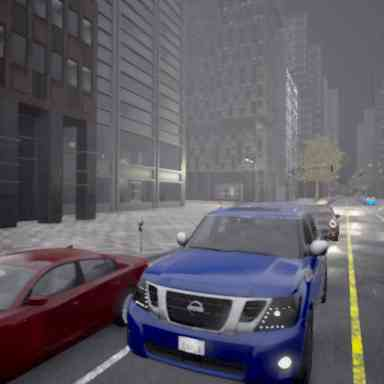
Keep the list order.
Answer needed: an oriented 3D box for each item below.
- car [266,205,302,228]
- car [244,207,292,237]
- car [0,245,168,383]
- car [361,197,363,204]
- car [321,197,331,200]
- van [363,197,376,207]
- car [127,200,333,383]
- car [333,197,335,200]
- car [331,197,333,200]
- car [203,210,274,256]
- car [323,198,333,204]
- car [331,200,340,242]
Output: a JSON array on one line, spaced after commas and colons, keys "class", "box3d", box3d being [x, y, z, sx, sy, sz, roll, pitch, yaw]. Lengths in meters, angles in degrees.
[{"class": "car", "box3d": [6.969, 1.728, 24.843, 1.887, 1.381, 4.507, 0, 0, 25]}, {"class": "car", "box3d": [4.647, 1.686, 19.830, 1.887, 1.381, 4.507, 0, 0, 25]}, {"class": "car", "box3d": [-2.320, 1.558, 4.789, 1.887, 1.381, 4.507, 0, 0, 25]}, {"class": "car", "box3d": [37.605, 2.224, 70.634, 1.947, 1.339, 4.313, 0, 0, 25]}, {"class": "car", "box3d": [25.248, 2.064, 64.259, 1.752, 1.417, 4.829, 0, 0, 25]}, {"class": "van", "box3d": [35.331, 1.952, 65.724, 1.690, 1.788, 3.998, 0, 0, 25]}, {"class": "car", "box3d": [1.169, 1.262, 5.954, 2.150, 2.045, 5.566, 0, 0, 25]}, {"class": "car", "box3d": [31.999, 1.992, 78.809, 2.192, 1.841, 5.009, 0, 0, 25]}, {"class": "car", "box3d": [29.773, 2.176, 74.009, 1.887, 1.381, 4.507, 0, 0, 25]}, {"class": "car", "box3d": [2.254, 1.622, 14.662, 1.752, 1.417, 4.829, 0, 0, 25]}, {"class": "car", "box3d": [34.221, 2.275, 83.606, 2.008, 1.369, 4.403, 0, 0, 25]}, {"class": "car", "box3d": [6.612, 1.491, 17.472, 2.097, 1.767, 4.553, 0, 0, 25]}]
